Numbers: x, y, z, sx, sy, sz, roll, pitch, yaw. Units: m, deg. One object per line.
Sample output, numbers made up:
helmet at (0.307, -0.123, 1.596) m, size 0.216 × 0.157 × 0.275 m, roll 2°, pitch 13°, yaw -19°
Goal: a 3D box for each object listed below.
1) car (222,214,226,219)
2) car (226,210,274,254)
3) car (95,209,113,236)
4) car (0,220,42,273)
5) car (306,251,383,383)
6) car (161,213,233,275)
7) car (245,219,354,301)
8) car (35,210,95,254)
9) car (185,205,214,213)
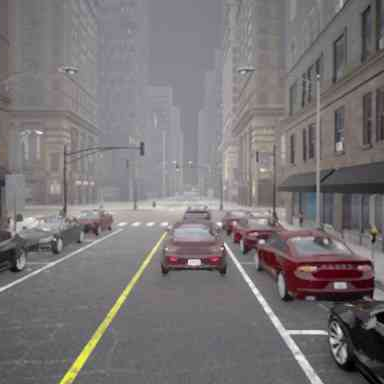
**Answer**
car at (2.708, 1.704, 19.387) m, size 1.887 × 1.381 × 4.507 m, roll -1°, pitch 0°, yaw 0°
car at (2.722, 1.659, 13.881) m, size 1.887 × 1.381 × 4.507 m, roll -1°, pitch 0°, yaw 0°
car at (-5.817, 1.704, 19.366) m, size 1.887 × 1.381 × 4.507 m, roll -1°, pitch 0°, yaw 0°
car at (-5.790, 1.635, 8.356) m, size 1.947 × 1.339 × 4.313 m, roll -1°, pitch 0°, yaw 0°
car at (2.748, 1.590, 2.872) m, size 1.947 × 1.339 × 4.313 m, roll -1°, pitch 0°, yaw 0°
car at (0.057, 1.613, 10.649) m, size 1.812 × 1.442 × 4.674 m, roll 0°, pitch 0°, yaw 0°
car at (2.735, 1.614, 8.376) m, size 1.887 × 1.381 × 4.507 m, roll -1°, pitch 0°, yaw 0°
car at (-5.803, 1.665, 13.861) m, size 2.008 × 1.369 × 4.403 m, roll -1°, pitch 0°, yaw 0°
car at (0.523, 1.687, 23.885) m, size 2.128 × 1.511 × 4.902 m, roll 0°, pitch 0°, yaw 7°
